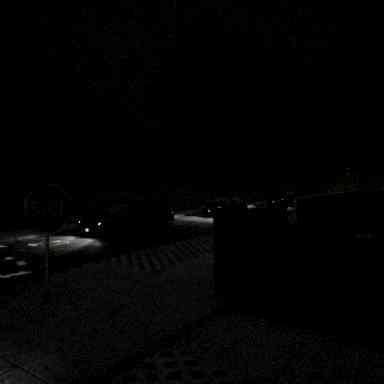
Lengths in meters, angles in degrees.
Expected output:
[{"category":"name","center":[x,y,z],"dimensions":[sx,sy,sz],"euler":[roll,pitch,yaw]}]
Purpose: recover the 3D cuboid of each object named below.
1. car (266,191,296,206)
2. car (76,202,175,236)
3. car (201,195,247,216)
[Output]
[{"category":"car","center":[9.248,0.637,34.226],"dimensions":[1.837,1.490,4.892],"euler":[0,2,35]},{"category":"car","center":[-3.113,1.232,16.886],"dimensions":[2.033,1.411,5.357],"euler":[0,1,36]},{"category":"car","center":[2.533,0.962,24.814],"dimensions":[1.812,1.442,4.674],"euler":[0,2,36]}]
